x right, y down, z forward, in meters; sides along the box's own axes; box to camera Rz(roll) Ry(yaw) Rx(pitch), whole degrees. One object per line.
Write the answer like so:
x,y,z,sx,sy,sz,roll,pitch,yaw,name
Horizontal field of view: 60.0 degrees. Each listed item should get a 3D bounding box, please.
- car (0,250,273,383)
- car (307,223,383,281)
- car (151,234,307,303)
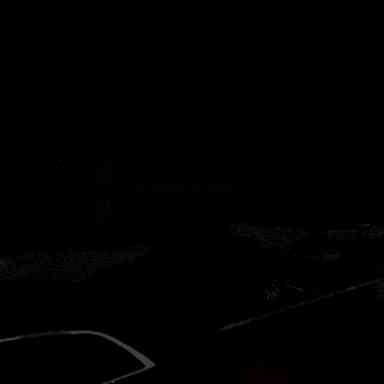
-1.890,1.505,2.034,4.892,1.490,1.837,0,0,-35,car
4.552,1.582,9.781,4.206,1.307,1.802,0,0,-35,car
0.072,1.566,6.588,4.313,1.339,1.947,0,0,-35,car
